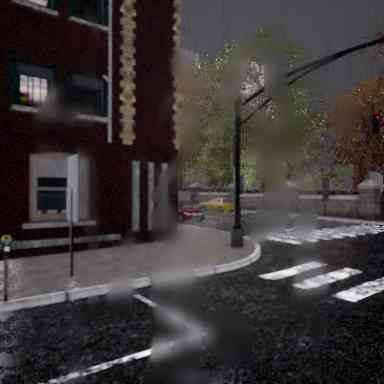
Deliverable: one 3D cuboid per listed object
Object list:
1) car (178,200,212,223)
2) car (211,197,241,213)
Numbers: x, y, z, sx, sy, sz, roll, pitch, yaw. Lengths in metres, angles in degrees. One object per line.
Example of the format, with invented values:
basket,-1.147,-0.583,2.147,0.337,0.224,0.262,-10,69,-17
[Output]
car,-0.875,1.270,22.221,1.802,1.307,4.206,2,0,-36
car,2.548,1.152,31.761,1.752,1.417,4.829,2,0,-36
